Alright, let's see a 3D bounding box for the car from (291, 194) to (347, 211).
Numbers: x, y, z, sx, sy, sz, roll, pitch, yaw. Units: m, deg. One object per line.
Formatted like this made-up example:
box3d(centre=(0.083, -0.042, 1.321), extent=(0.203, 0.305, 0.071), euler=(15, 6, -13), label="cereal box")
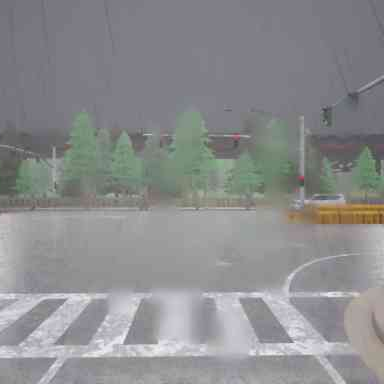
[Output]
box3d(centre=(13.535, 1.221, 35.445), extent=(5.566, 2.045, 2.150), euler=(0, 0, -2), label="car")
